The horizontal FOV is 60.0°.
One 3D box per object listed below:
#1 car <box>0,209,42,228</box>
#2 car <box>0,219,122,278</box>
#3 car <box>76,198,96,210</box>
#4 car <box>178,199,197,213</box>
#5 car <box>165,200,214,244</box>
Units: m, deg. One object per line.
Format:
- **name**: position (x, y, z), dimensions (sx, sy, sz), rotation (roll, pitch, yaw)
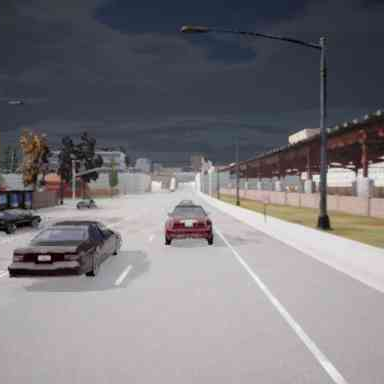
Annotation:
- **car**: position (-10.921, 1.751, 19.978), dimensions (1.895, 1.301, 4.718), rotation (-1, 0, -1)
- **car**: position (-3.524, 1.597, 10.312), dimensions (2.033, 1.411, 5.357), rotation (-1, 0, -1)
- **car**: position (-14.900, 1.653, 47.070), dimensions (1.812, 1.442, 4.674), rotation (-1, 1, -1)
- **car**: position (-0.558, 1.567, 37.866), dimensions (1.994, 1.385, 4.181), rotation (-1, 0, -1)
- **car**: position (-0.157, 1.361, 15.980), dimensions (2.097, 1.767, 4.553), rotation (-1, 0, -1)
